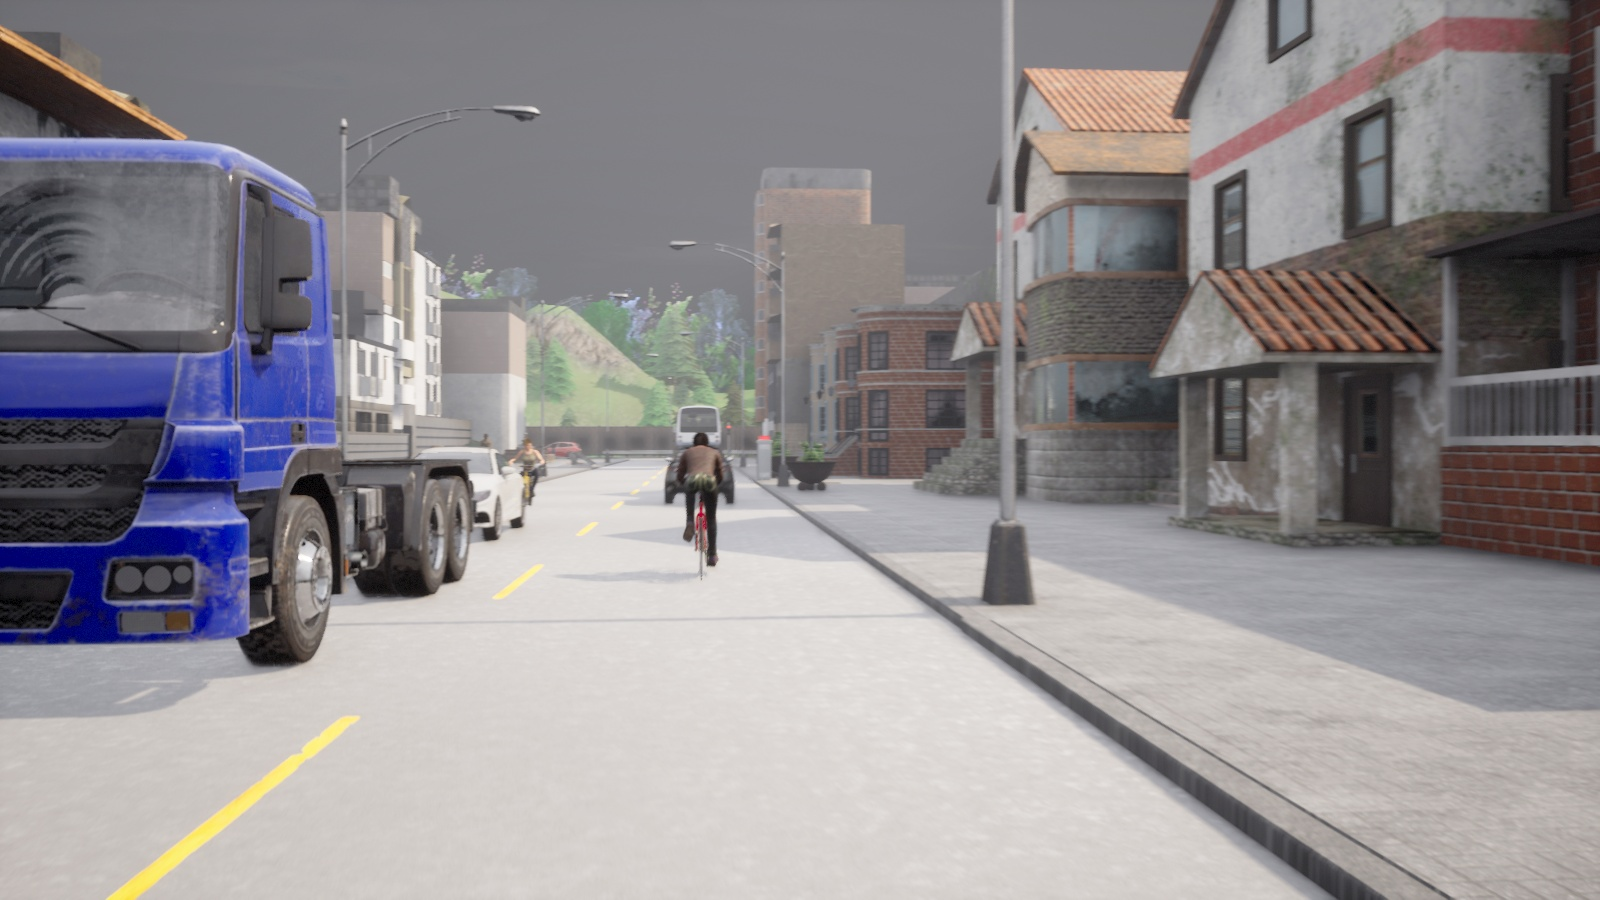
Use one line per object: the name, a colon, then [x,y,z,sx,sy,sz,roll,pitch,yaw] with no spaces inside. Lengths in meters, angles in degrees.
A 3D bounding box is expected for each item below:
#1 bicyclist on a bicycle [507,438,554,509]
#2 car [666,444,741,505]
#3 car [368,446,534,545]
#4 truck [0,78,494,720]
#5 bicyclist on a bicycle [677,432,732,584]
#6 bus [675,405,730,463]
bicyclist on a bicycle: [-6.259,0.520,29.202,0.866,1.612,1.509,0,0,-4]
car: [-2.506,0.577,32.525,1.816,1.474,4.193,0,0,-4]
car: [-5.595,0.657,20.708,1.812,1.442,4.674,0,0,-5]
truck: [-4.806,-0.295,10.723,2.891,3.462,7.936,0,0,-3]
bicyclist on a bicycle: [-1.083,0.619,14.262,0.582,1.620,1.656,0,0,-4]
bus: [-7.536,-1.176,97.034,3.944,4.253,10.273,0,0,-5]
